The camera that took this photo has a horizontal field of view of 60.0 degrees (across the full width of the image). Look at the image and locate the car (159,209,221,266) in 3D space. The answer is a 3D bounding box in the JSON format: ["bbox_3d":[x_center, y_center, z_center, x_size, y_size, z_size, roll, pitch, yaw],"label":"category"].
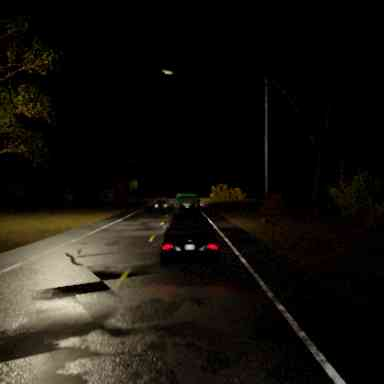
[{"bbox_3d":[-0.070,1.528,11.444,2.033,1.411,5.357,0,0,0],"label":"car"}]

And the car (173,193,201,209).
[{"bbox_3d":[-0.409,1.168,27.466,2.150,2.045,5.566,0,0,-1],"label":"car"}]

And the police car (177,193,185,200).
[{"bbox_3d":[-3.090,1.152,89.308,1.930,1.638,5.238,0,0,-5],"label":"police car"}]

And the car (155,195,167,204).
[{"bbox_3d":[-5.445,1.331,59.059,1.882,1.535,5.008,0,0,-3],"label":"car"}]

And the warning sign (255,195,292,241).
[{"bbox_3d":[3.432,1.090,14.171,1.300,1.860,1.060,1,1,-1],"label":"warning sign"}]
